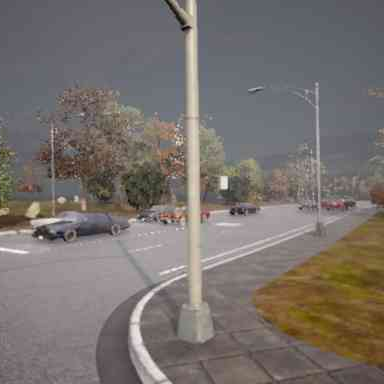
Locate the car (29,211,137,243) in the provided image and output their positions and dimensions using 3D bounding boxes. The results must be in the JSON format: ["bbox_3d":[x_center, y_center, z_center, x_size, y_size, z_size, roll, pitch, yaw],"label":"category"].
[{"bbox_3d":[-5.743,1.775,18.058,2.033,1.411,5.357,-1,-1,34],"label":"car"}]

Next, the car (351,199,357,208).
[{"bbox_3d":[24.540,1.797,52.252,1.837,1.490,4.892,-1,-1,33],"label":"car"}]

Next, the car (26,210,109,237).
[{"bbox_3d":[-7.802,1.894,21.284,1.895,1.301,4.718,-1,-1,33],"label":"car"}]

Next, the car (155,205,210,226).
[{"bbox_3d":[-0.502,1.837,26.086,1.895,1.301,4.718,-1,-1,32],"label":"car"}]

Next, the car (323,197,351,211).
[{"bbox_3d":[19.151,1.567,43.787,2.097,1.767,4.553,-1,-1,32],"label":"car"}]

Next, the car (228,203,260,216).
[{"bbox_3d":[5.664,1.870,35.830,1.895,1.301,4.718,-1,-1,32],"label":"car"}]

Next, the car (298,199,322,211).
[{"bbox_3d":[15.838,1.876,45.086,1.895,1.301,4.718,-1,-1,32],"label":"car"}]

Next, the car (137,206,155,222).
[{"bbox_3d":[-2.552,1.850,29.379,2.033,1.411,5.357,-1,-1,32],"label":"car"}]
